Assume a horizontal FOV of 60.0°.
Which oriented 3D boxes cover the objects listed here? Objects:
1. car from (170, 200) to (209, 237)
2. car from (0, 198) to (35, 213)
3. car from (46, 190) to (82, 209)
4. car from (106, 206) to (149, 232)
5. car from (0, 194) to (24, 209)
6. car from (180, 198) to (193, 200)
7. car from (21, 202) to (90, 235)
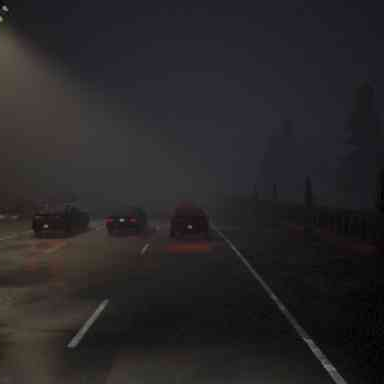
[{"bbox_3d":[-0.159,1.441,17.808,1.882,1.535,5.008,0,0,-2],"label":"car"},{"bbox_3d":[-18.249,1.418,35.255,2.128,1.511,4.902,0,0,-1],"label":"car"},{"bbox_3d":[-14.797,0.759,38.800,2.150,2.045,5.566,0,0,-1],"label":"car"},{"bbox_3d":[-3.707,1.506,19.742,2.033,1.411,5.357,0,0,-2],"label":"car"},{"bbox_3d":[-21.795,1.059,38.668,2.128,1.511,4.902,0,0,-1],"label":"car"},{"bbox_3d":[-0.642,1.402,36.652,1.882,1.535,5.008,0,0,-1],"label":"car"},{"bbox_3d":[-7.186,1.452,18.652,2.128,1.511,4.902,0,0,-2],"label":"car"}]
